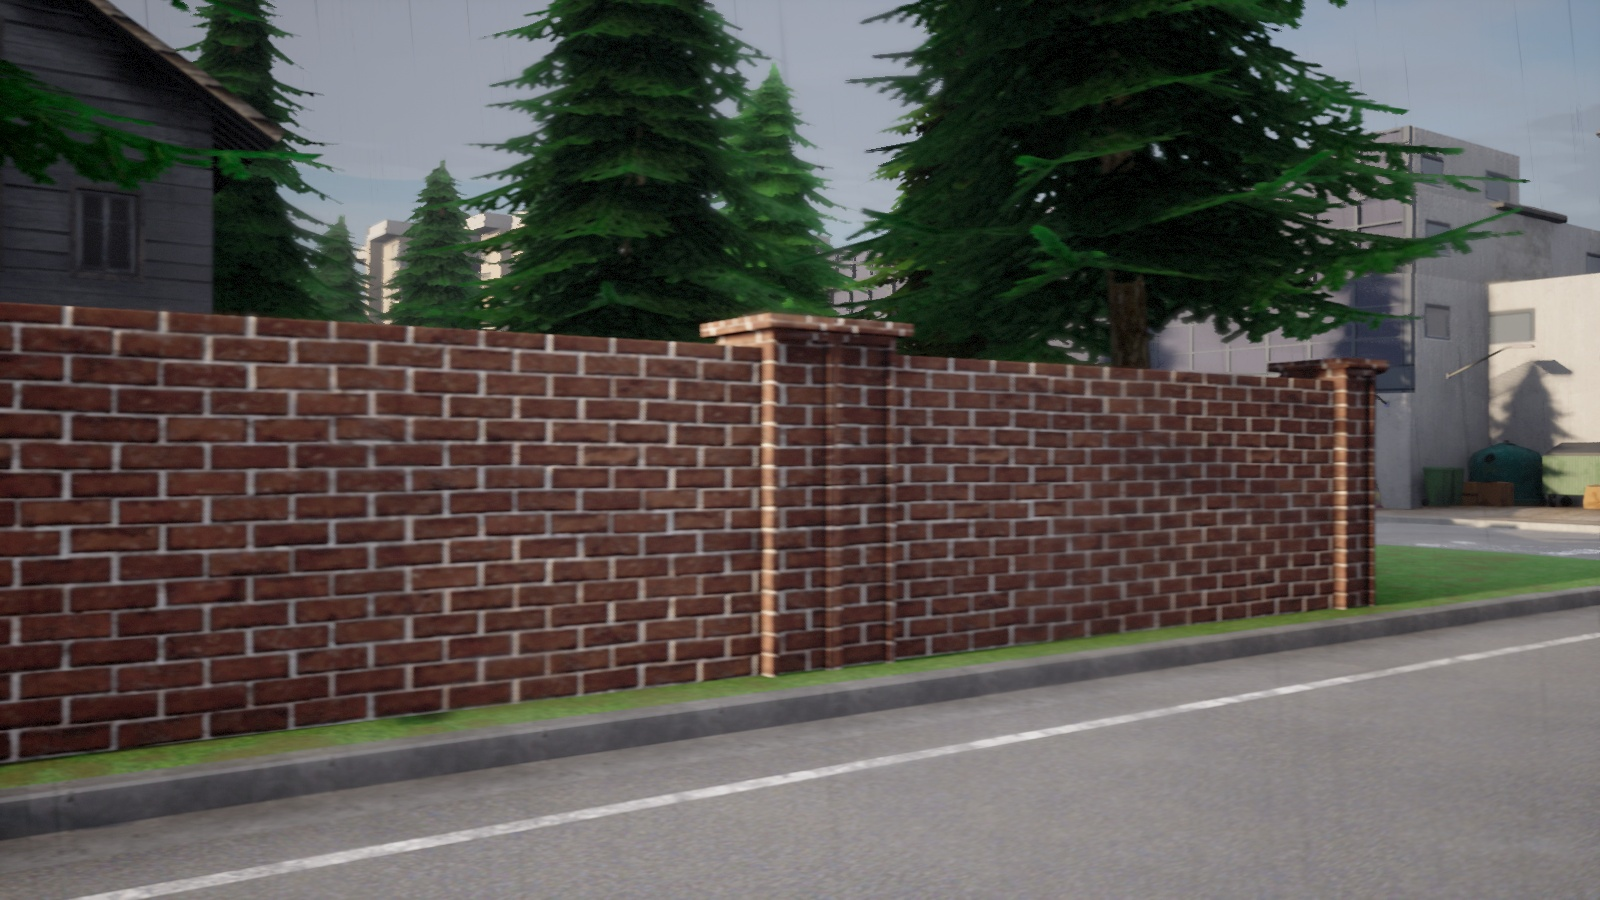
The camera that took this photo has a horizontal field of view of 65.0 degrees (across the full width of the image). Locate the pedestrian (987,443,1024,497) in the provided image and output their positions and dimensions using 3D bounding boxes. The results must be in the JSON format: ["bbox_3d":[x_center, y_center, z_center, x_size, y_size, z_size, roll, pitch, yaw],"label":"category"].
[{"bbox_3d":[7.109,0.674,43.528,0.874,1.855,0.900,0,0,-35],"label":"pedestrian"}]
